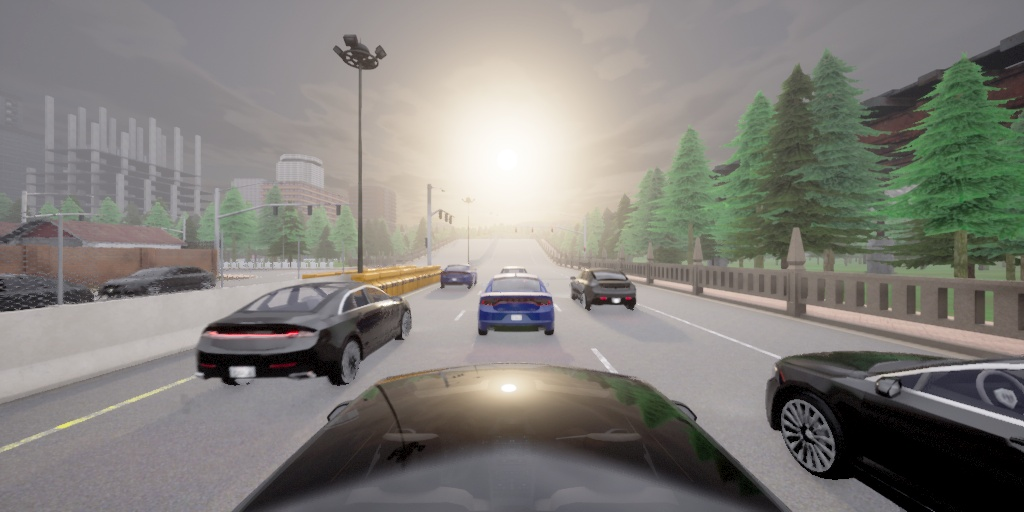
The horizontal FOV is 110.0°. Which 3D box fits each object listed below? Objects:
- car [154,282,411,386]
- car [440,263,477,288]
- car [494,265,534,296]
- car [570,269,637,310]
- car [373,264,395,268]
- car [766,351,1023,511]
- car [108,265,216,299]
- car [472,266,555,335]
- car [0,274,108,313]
[{"bbox_3d":[-3.399,1.242,6.950,2.128,1.511,4.902,0,0,0],"label":"car"},{"bbox_3d":[-3.394,1.225,23.540,1.882,1.535,5.008,0,0,0],"label":"car"},{"bbox_3d":[0.106,1.295,20.568,2.033,1.411,5.357,0,0,0],"label":"car"},{"bbox_3d":[3.605,1.255,14.797,1.837,1.490,4.892,0,1,0],"label":"car"},{"bbox_3d":[-10.490,1.358,29.989,1.994,1.385,4.181,0,0,0],"label":"car"},{"bbox_3d":[3.597,1.240,1.812,2.128,1.511,4.902,0,0,0],"label":"car"},{"bbox_3d":[-17.573,1.253,18.125,1.837,1.490,4.892,0,0,0],"label":"car"},{"bbox_3d":[0.100,1.227,10.497,1.882,1.535,5.008,0,0,0],"label":"car"},{"bbox_3d":[-14.097,1.254,9.172,1.837,1.490,4.892,0,0,0],"label":"car"}]
